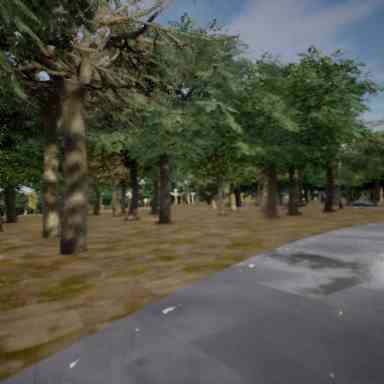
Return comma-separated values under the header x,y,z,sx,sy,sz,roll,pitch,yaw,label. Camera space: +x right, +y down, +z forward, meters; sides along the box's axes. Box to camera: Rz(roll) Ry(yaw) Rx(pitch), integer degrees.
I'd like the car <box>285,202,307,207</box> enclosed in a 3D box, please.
x,y,z,sx,sy,sz,roll,pitch,yaw,label
25.163,3.003,80.886,2.033,1.411,5.357,0,-2,-31,car

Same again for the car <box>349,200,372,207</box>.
x,y,z,sx,sy,sz,roll,pitch,yaw,label
34.066,2.391,67.500,2.128,1.511,4.902,0,-2,-16,car
